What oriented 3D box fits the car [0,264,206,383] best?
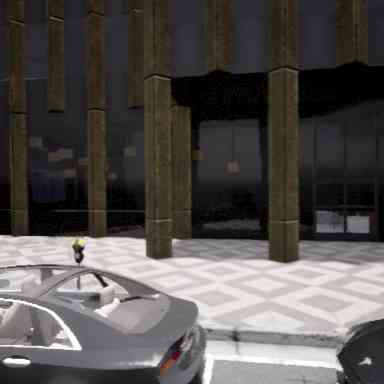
[{"bbox_3d":[-2.068,1.501,3.484,4.403,1.369,2.008,0,1,9],"label":"car"}]

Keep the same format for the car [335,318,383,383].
[{"bbox_3d":[3.483,1.492,2.615,4.313,1.339,1.947,0,1,9],"label":"car"}]
